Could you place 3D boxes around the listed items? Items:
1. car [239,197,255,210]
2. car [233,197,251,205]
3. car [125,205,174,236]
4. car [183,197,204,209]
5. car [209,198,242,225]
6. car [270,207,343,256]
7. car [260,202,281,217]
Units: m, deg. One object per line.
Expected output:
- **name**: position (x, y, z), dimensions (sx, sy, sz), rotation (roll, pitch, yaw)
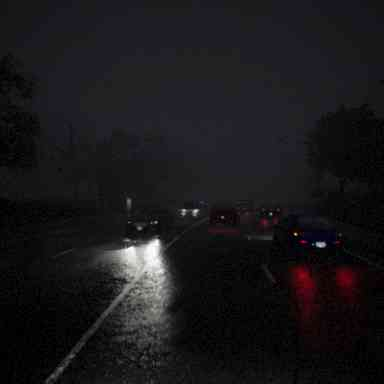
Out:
- **car**: position (6.777, 1.492, 42.111), dimensions (2.128, 1.511, 4.902), rotation (0, 0, 17)
- **car**: position (8.842, 1.595, 58.327), dimensions (1.895, 1.301, 4.718), rotation (0, 0, 24)
- **car**: position (-2.207, 1.477, 18.439), dimensions (2.128, 1.511, 4.902), rotation (0, 0, 8)
- **car**: position (0.250, 1.450, 45.382), dimensions (1.882, 1.535, 5.008), rotation (0, 0, 18)
- **car**: position (2.411, 1.473, 24.080), dimensions (1.882, 1.535, 5.008), rotation (0, 0, 10)
- **car**: position (4.401, 1.531, 13.056), dimensions (1.812, 1.442, 4.674), rotation (0, 0, 6)
- **car**: position (7.347, 1.609, 31.039), dimensions (1.895, 1.301, 4.718), rotation (0, 0, 13)
